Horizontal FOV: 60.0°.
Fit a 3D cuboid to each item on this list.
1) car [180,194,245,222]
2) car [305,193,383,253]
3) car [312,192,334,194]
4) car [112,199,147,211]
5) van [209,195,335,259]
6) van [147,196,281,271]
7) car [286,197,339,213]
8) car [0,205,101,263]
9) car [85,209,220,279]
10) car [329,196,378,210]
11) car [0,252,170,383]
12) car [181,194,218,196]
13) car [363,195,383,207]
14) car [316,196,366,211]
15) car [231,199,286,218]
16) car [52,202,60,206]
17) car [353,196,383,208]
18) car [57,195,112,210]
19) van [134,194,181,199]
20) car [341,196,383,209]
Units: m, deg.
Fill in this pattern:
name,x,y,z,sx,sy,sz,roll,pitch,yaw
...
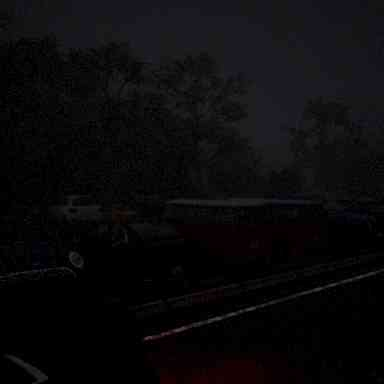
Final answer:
name,x,y,z,sx,sy,sz,roll,pitch,yaw
car,1.574,1.194,27.716,2.435,2.045,5.566,0,0,-36
car,5.127,1.207,14.176,2.435,2.045,5.566,0,0,-36
car,15.122,1.075,37.407,2.435,2.045,5.566,-1,0,-36
car,-5.324,1.462,23.046,1.946,1.575,5.366,0,0,-36
van,2.762,1.238,12.663,1.878,1.987,4.442,0,0,-36
van,0.482,1.243,11.032,1.878,1.987,4.442,0,0,-36
car,12.855,1.354,35.813,2.231,1.521,4.892,-1,0,-36
car,-4.028,1.353,7.701,2.185,1.767,4.553,0,0,-36
car,-1.727,1.474,9.301,2.231,1.521,4.892,0,0,-36
car,19.620,1.273,40.666,2.097,1.535,5.008,-1,0,-36
car,-2.544,1.508,1.870,4.892,1.490,1.837,0,0,-35
car,-0.718,1.204,26.147,2.435,2.045,5.566,0,0,-36
car,26.503,1.190,45.354,1.946,1.575,5.366,-1,0,-36
car,17.362,1.299,39.051,2.097,1.535,5.008,-1,0,-36
car,6.096,1.450,30.950,2.163,1.488,4.792,0,0,-36
car,-9.714,1.504,19.642,2.163,1.488,4.792,0,0,-36
car,24.121,1.249,43.915,2.163,1.488,4.792,-1,0,-36
car,-7.490,1.219,21.303,2.435,2.045,5.566,0,0,-36
van,-3.027,1.234,24.604,1.878,1.987,4.442,0,0,-36
car,21.877,1.247,42.282,2.231,1.521,4.892,-1,0,-36
